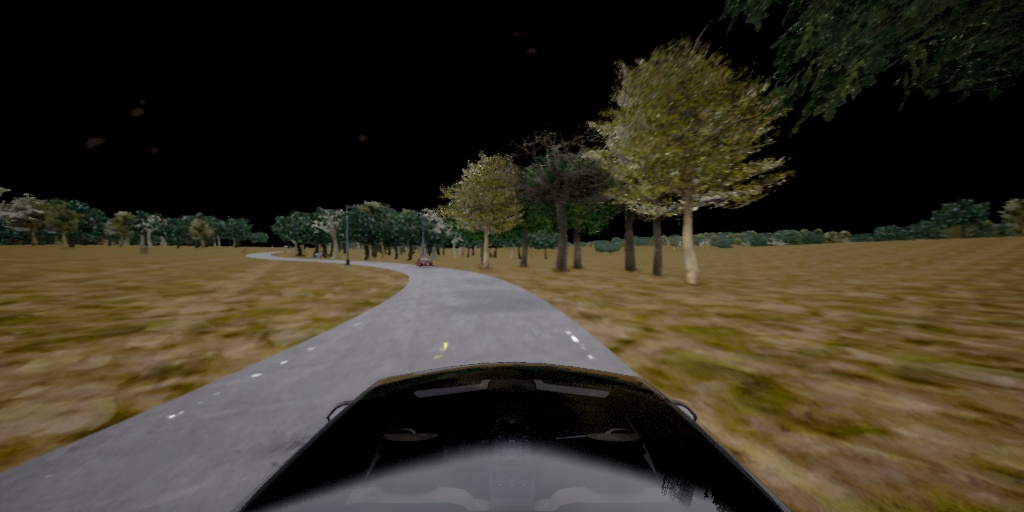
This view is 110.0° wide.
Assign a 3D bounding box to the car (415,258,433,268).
[{"bbox_3d":[-13.586,0.987,55.240,1.882,1.535,5.008,-2,1,-27],"label":"car"}]
